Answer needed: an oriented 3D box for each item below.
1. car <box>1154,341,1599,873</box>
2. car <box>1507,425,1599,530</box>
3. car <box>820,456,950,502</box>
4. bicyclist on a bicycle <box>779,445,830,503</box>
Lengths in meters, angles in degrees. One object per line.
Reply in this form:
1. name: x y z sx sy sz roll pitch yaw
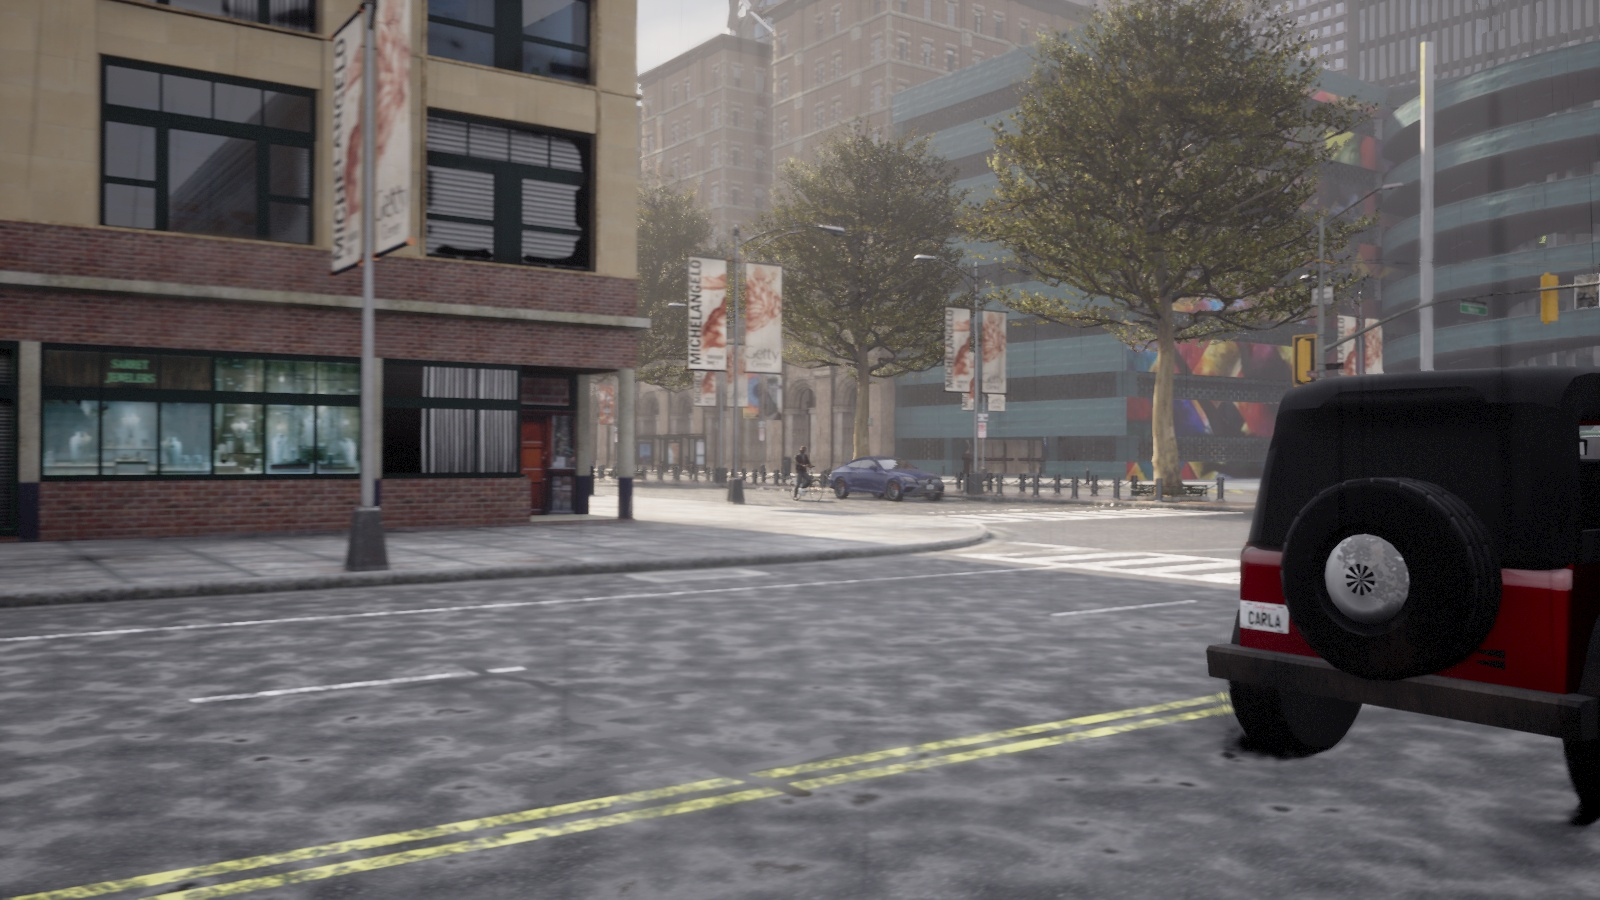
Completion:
1. car: 3.822 0.560 6.319 3.866 1.878 1.905 0 0 -35
2. car: 17.237 0.540 24.909 5.566 2.045 2.150 0 0 28
3. car: 2.763 0.915 41.894 1.812 1.442 4.674 0 0 -35
4. bicyclist on a bicycle: 0.135 0.753 39.592 0.659 1.776 1.843 0 0 -35
